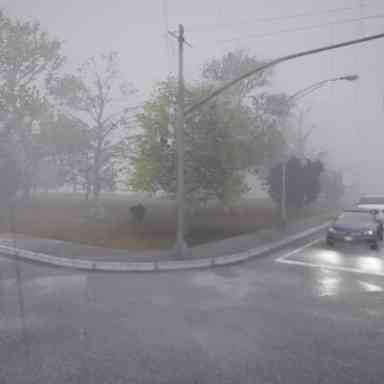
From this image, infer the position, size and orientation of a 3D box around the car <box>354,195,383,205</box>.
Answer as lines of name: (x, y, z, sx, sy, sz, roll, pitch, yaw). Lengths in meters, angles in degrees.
car: (12.578, 1.209, 22.824, 2.150, 2.045, 5.566, 0, 0, 33)

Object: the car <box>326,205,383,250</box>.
car: (7.283, 1.513, 14.690, 1.812, 1.442, 4.674, 0, 0, 34)

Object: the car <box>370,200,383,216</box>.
car: (18.835, 1.575, 32.716, 1.994, 1.385, 4.181, 0, 0, 33)
